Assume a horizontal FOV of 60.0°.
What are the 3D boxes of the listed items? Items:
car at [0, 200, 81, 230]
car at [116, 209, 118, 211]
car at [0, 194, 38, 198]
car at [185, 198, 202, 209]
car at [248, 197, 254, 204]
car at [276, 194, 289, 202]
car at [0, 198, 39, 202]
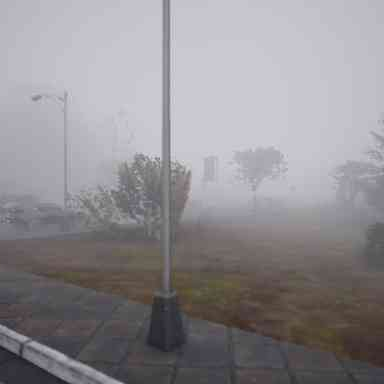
[{"bbox_3d":[-9.007,1.489,21.033,2.128,1.511,4.902,0,0,39],"label":"car"},{"bbox_3d":[-7.293,1.479,34.499,2.128,1.511,4.902,0,0,39],"label":"car"},{"bbox_3d":[-16.107,1.217,29.135,2.150,2.045,5.566,0,0,37],"label":"car"},{"bbox_3d":[-0.845,1.465,42.531,2.033,1.411,5.357,0,1,39],"label":"car"},{"bbox_3d":[10.120,1.290,50.545,1.994,1.385,4.181,0,1,36],"label":"car"},{"bbox_3d":[15.749,1.048,58.814,1.812,1.442,4.674,0,1,31],"label":"car"},{"bbox_3d":[-13.680,1.474,26.535,1.882,1.535,5.008,0,0,39],"label":"car"}]
